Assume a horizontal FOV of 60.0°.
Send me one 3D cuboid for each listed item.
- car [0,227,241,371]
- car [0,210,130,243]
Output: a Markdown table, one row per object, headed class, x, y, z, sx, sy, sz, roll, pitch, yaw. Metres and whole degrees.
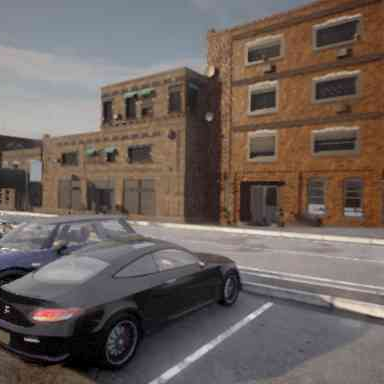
| class | x | y | z | sx | sy | sz | roll | pitch | yaw |
| --- | --- | --- | --- | --- | --- | --- | --- | --- | --- |
| car | -0.865 | 1.511 | 5.758 | 2.002 | 1.452 | 4.674 | 0 | 0 | 35 |
| car | -3.111 | 1.339 | 7.401 | 2.185 | 1.767 | 4.553 | 0 | 0 | 35 |
